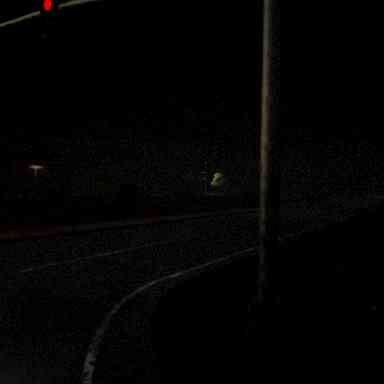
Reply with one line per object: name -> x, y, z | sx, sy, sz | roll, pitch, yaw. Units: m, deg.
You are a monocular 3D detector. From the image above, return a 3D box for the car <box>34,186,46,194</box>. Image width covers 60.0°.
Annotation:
car -> -35.494, -0.322, 78.023 | 1.905, 1.878, 3.866 | 7, 1, -12
